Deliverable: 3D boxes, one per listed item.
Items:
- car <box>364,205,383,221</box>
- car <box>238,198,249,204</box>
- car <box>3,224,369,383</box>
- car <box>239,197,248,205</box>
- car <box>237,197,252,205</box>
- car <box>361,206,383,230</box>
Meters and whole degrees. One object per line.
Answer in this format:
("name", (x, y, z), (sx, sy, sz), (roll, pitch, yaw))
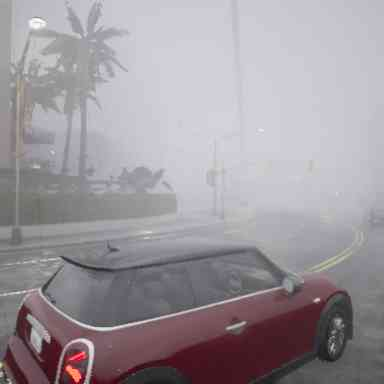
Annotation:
("car", (19.010, 2.055, 33.266), (1.895, 1.301, 4.718), (0, -1, 10))
("car", (14.466, 2.414, 93.448), (2.231, 1.521, 4.892), (0, -1, 18))
("car", (0.217, 1.392, 4.384), (4.553, 1.767, 2.097), (1, -1, -40))
("car", (12.824, 2.181, 82.801), (2.185, 1.767, 4.553), (0, 0, 8))
("car", (12.002, 2.244, 76.426), (2.097, 1.535, 5.008), (0, 0, 8))
("car", (13.254, 1.919, 23.433), (1.895, 1.301, 4.718), (0, -1, 21))
